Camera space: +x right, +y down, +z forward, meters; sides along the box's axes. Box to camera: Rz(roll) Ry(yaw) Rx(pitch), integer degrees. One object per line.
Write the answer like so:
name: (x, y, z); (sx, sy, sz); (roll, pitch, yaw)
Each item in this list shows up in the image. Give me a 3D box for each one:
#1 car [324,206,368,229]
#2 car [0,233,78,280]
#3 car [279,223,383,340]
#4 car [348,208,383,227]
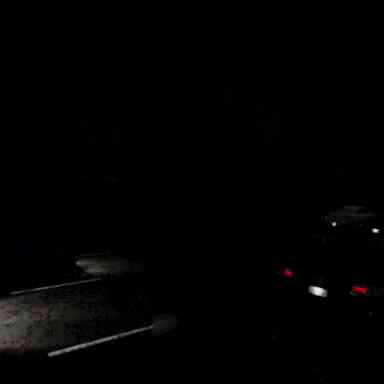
car: (9.624, 1.519, 19.514); (4.674, 1.442, 1.812); (0, 0, -36)
car: (-5.749, 1.571, 8.259); (5.357, 1.411, 2.033); (0, 0, -36)
car: (3.652, 1.561, 6.512); (4.181, 1.385, 1.994); (0, 0, -36)
car: (9.151, 1.555, 14.833); (4.181, 1.385, 1.994); (0, 0, -36)
